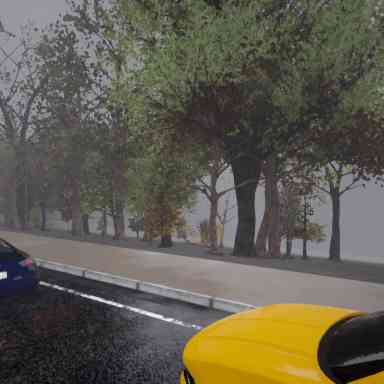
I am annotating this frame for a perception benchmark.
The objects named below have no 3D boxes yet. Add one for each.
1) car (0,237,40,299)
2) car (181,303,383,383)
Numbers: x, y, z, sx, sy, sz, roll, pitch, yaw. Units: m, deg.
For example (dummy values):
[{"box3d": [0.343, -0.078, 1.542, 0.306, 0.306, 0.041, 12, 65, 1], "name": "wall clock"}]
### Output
[{"box3d": [-5.288, 1.563, 7.467, 4.181, 1.385, 1.994, 0, 0, 36], "name": "car"}, {"box3d": [2.175, 1.478, 2.134, 5.008, 1.535, 1.882, 0, 0, 36], "name": "car"}]
